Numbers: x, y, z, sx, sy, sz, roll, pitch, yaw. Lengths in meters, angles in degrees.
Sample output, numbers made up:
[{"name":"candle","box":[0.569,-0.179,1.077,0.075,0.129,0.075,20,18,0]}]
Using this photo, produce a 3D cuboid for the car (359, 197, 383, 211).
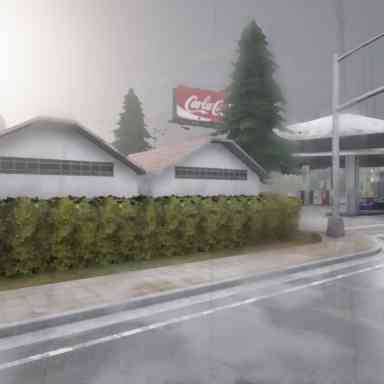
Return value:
[{"name":"car","box":[21.881,1.474,40.020,4.611,1.667,2.242,0,0,-36]}]

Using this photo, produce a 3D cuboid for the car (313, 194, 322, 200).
[{"name":"car","box":[32.997,1.319,89.503,2.152,1.636,5.027,0,0,-36]}]
